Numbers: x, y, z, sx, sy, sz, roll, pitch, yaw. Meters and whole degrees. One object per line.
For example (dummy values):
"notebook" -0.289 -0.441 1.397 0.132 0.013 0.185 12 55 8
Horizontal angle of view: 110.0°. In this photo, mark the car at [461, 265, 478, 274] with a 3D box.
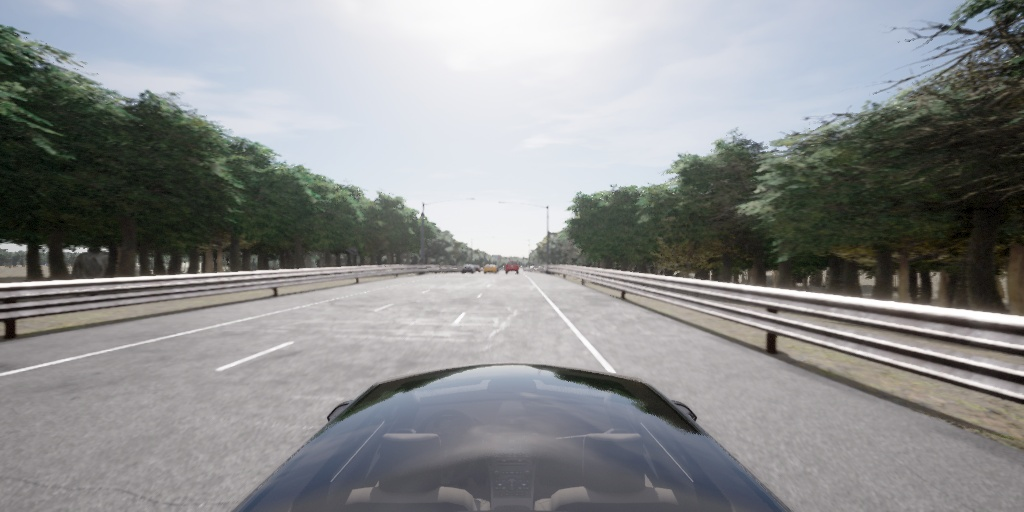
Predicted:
"car" -6.968 2.128 57.709 1.837 1.490 4.892 0 -2 0

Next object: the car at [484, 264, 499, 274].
"car" -3.468 2.101 57.708 1.882 1.535 5.008 0 -2 0

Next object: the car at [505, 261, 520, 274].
"car" 0.032 1.847 57.746 2.150 2.045 5.566 0 -2 0
